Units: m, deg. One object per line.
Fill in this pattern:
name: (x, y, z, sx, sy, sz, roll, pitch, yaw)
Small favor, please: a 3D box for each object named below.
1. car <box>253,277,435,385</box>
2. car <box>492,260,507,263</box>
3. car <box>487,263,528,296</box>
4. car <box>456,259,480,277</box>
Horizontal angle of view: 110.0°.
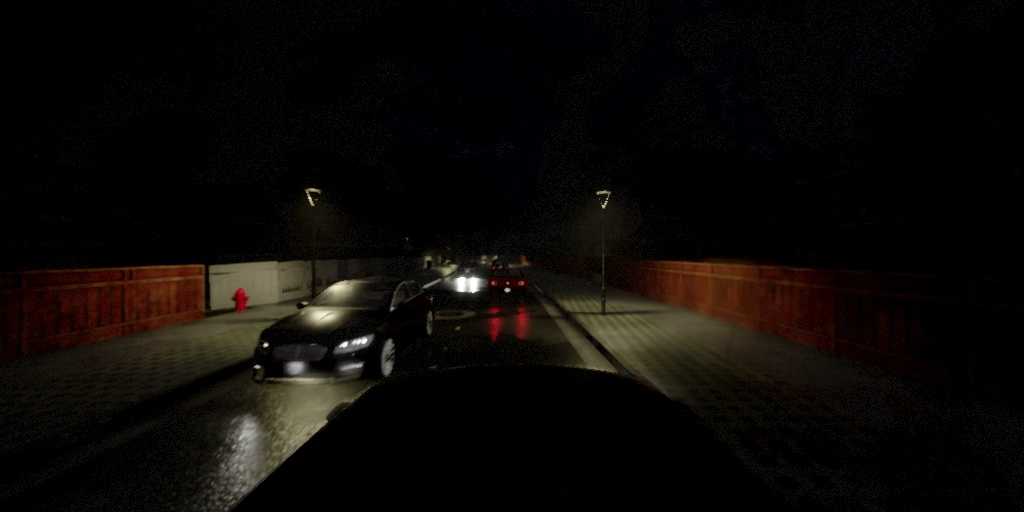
car: (-2.864, 1.211, 7.216, 2.128, 1.511, 4.902, 0, 0, 0)
car: (-1.257, 1.083, 36.046, 2.033, 1.411, 5.357, 0, 0, -4)
car: (-0.270, 1.246, 18.397, 1.895, 1.301, 4.718, 0, 0, -2)
car: (-4.005, 1.049, 33.180, 2.128, 1.511, 4.902, 0, 0, -4)
